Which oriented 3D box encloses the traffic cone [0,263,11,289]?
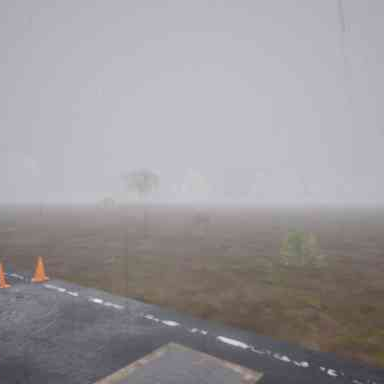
[{"bbox_3d":[-4.639,2.009,8.056,0.340,0.580,0.340,0,-1,37],"label":"traffic cone"}]

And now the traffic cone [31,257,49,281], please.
[{"bbox_3d":[-4.043,2.021,8.858,0.340,0.580,0.340,0,-1,37],"label":"traffic cone"}]
